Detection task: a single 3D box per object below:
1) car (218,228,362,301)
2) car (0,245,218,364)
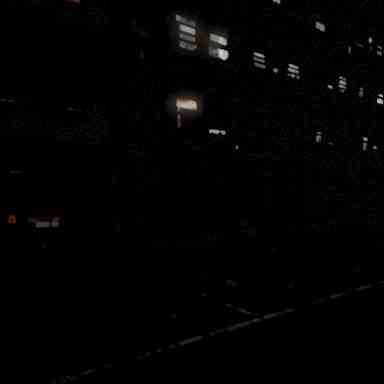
[{"bbox_3d":[2.615,1.628,8.440,4.313,1.339,1.947,1,-1,-35],"label":"car"},{"bbox_3d":[-1.928,1.578,5.199,4.313,1.339,1.947,1,-1,-35],"label":"car"}]
